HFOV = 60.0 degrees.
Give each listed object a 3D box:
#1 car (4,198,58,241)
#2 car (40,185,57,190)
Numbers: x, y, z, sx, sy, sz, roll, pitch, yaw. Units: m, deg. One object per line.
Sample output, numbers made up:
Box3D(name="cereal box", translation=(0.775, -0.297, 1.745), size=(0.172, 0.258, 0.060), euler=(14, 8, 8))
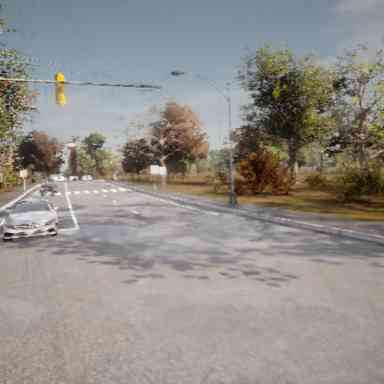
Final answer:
Box3D(name="car", translation=(-6.822, 1.037, 14.313), size=(1.812, 1.442, 4.674), euler=(-4, 5, -22))
Box3D(name="car", translation=(-15.866, -0.545, 37.027), size=(2.033, 1.411, 5.357), euler=(-4, 5, -21))
